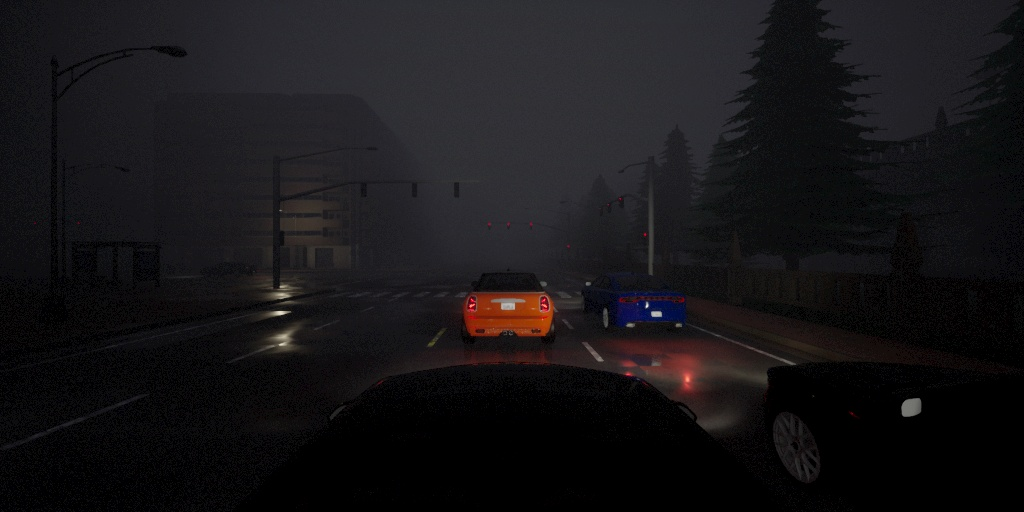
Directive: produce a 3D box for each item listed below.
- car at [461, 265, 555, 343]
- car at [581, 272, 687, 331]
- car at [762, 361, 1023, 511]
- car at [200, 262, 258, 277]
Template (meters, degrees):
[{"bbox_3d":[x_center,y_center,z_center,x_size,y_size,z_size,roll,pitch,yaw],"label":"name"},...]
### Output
[{"bbox_3d":[-0.081,1.102,9.835,2.097,1.767,4.553,0,0,0],"label":"car"},{"bbox_3d":[3.419,1.228,10.979,1.882,1.535,5.008,0,0,0],"label":"car"},{"bbox_3d":[3.288,1.228,1.453,1.882,1.535,5.008,0,0,3],"label":"car"},{"bbox_3d":[-28.128,1.310,35.665,4.892,1.490,1.837,0,0,-1],"label":"car"}]
